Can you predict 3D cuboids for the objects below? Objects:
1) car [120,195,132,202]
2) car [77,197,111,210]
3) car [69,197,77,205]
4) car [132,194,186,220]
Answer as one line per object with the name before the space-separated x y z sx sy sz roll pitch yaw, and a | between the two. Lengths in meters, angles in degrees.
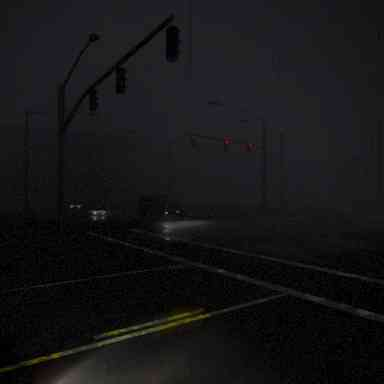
car | -13.677 1.524 72.541 1.812 1.442 4.674 0 0 30
car | -12.538 1.492 42.253 2.128 1.511 4.902 0 0 -35
car | -20.013 1.565 58.210 1.994 1.385 4.181 0 0 -5
car | -2.744 1.222 28.582 2.150 2.045 5.566 0 0 -36
